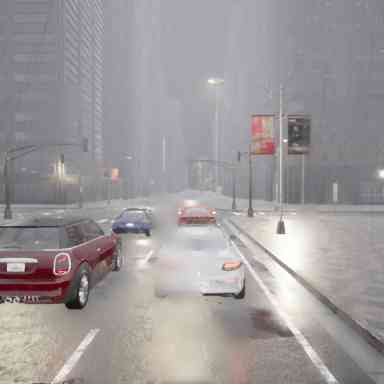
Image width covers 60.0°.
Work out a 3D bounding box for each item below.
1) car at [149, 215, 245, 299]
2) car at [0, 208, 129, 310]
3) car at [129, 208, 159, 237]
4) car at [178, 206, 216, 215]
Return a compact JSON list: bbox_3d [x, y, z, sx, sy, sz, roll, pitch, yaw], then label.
[{"bbox_3d":[0.183,1.524,8.309,1.812,1.442,4.674,0,0,0],"label":"car"},{"bbox_3d":[-3.085,1.350,7.996,2.097,1.767,4.553,0,0,0],"label":"car"},{"bbox_3d":[-2.984,1.556,18.129,1.994,1.385,4.181,0,0,1],"label":"car"},{"bbox_3d":[0.263,1.470,17.638,1.882,1.535,5.008,0,0,0],"label":"car"}]
